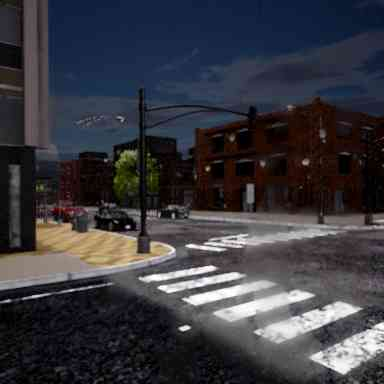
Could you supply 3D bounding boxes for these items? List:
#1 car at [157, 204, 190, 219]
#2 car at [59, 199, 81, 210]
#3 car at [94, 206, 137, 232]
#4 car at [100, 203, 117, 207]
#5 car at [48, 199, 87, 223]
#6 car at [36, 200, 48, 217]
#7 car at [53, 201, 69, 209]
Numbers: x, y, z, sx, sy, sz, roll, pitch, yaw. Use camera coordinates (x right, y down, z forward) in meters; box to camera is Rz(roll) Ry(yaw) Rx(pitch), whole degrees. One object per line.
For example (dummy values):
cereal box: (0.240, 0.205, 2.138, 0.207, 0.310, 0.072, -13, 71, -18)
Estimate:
car: (-1.894, 1.926, 33.056, 2.008, 1.369, 4.403, -2, 0, -37)
car: (-21.888, 2.210, 59.568, 2.192, 1.841, 5.009, -2, 0, -37)
car: (-5.501, 1.939, 23.456, 1.947, 1.339, 4.313, -2, 0, -37)
car: (-11.489, 2.175, 45.691, 2.008, 1.369, 4.403, -2, 0, -37)
car: (-11.679, 1.849, 31.753, 2.192, 1.841, 5.009, -2, 0, -37)
car: (-18.232, 2.147, 40.671, 1.967, 1.590, 4.097, -2, 0, -37)
car: (-25.297, 2.509, 64.137, 1.752, 1.417, 4.829, -2, 0, -37)
